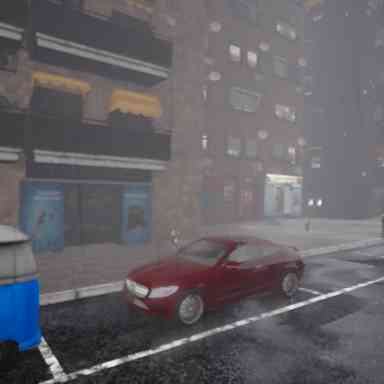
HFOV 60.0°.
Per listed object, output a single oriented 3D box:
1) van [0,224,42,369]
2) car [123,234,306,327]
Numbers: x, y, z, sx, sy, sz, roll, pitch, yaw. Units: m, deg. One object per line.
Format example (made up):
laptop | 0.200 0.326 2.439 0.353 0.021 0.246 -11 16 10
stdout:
van | -3.848 1.342 3.750 3.998 1.788 1.690 0 1 -35
car | 0.665 1.582 6.977 4.206 1.307 1.802 0 1 -35
